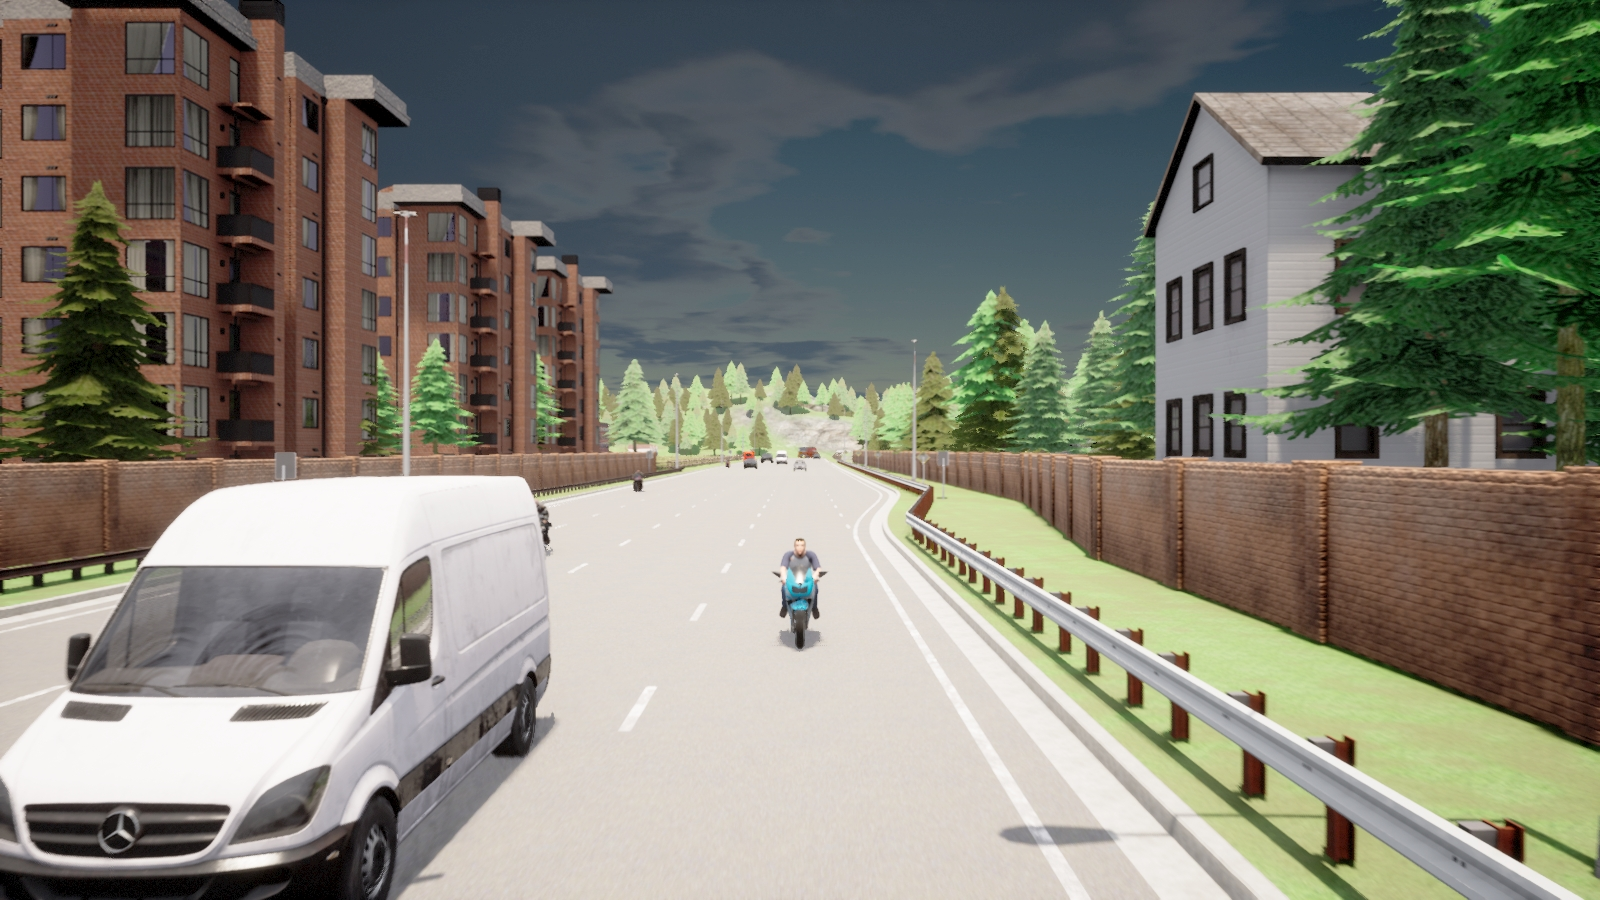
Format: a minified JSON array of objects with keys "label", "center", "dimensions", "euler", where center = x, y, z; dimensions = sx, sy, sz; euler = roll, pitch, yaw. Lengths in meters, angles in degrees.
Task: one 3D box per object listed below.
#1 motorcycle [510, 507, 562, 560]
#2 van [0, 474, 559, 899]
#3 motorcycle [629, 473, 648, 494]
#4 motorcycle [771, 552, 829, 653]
[{"label":"motorcycle","center":[-7.000,2.192,30.383],"dimensions":[0.867,1.251,2.209],"euler":[0,0,0]},{"label":"van","center":[-3.478,1.530,8.744],"dimensions":[1.988,2.561,5.915],"euler":[0,0,0]},{"label":"motorcycle","center":[-10.498,2.176,74.310],"dimensions":[0.867,1.251,2.209],"euler":[0,0,0]},{"label":"motorcycle","center":[0.000,2.179,16.683],"dimensions":[0.803,1.199,2.033],"euler":[0,0,0]}]
